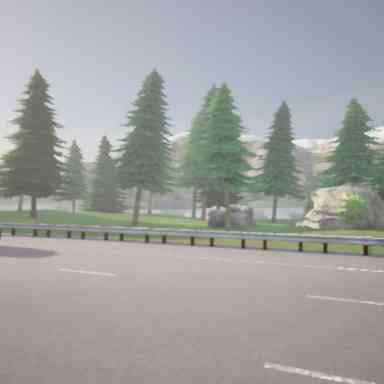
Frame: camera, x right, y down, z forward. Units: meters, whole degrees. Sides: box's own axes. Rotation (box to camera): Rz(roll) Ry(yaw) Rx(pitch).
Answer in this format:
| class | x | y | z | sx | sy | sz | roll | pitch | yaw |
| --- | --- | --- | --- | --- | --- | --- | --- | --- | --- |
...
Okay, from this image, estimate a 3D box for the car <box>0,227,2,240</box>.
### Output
| class | x | y | z | sx | sy | sz | roll | pitch | yaw |
| --- | --- | --- | --- | --- | --- | --- | --- | --- | --- |
| car | -10.818 | 1.715 | 14.815 | 4.892 | 1.490 | 1.837 | 0 | -1 | 19 |
